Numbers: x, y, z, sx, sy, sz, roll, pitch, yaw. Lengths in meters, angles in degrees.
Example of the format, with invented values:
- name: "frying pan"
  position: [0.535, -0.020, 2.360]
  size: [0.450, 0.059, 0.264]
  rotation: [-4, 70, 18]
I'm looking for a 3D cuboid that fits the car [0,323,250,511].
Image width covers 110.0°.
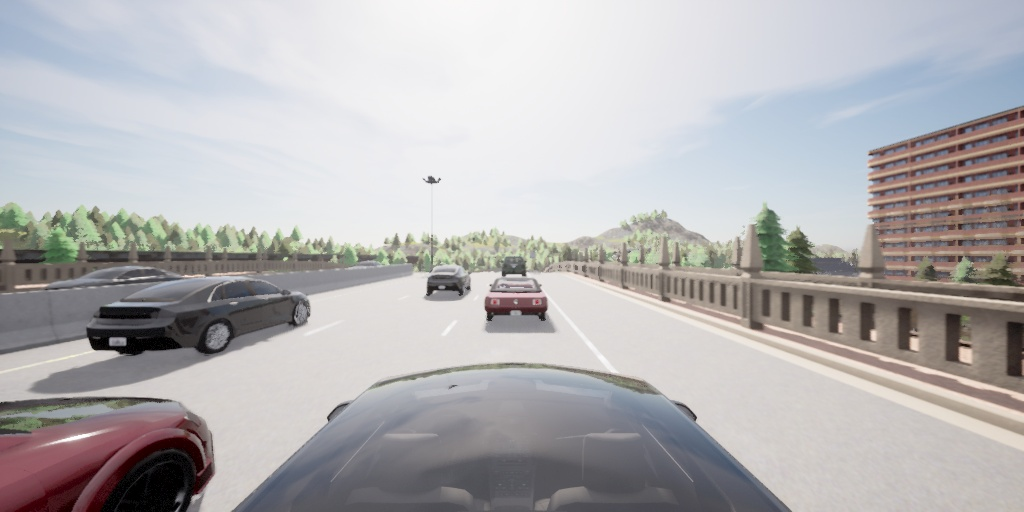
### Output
- name: "car"
  position: [-3.356, 1.310, 1.118]
  size: [1.994, 1.385, 4.181]
  rotation: [0, 0, 0]

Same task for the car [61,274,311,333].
- name: "car"
  position: [-6.876, 1.253, 8.677]
  size: [1.837, 1.490, 4.892]
  rotation: [0, 0, 0]

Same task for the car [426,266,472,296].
- name: "car"
  position: [-3.363, 1.264, 19.637]
  size: [1.837, 1.490, 4.892]
  rotation: [0, 0, 0]

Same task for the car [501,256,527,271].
- name: "car"
  position: [0.165, 0.993, 32.743]
  size: [2.150, 2.045, 5.566]
  rotation: [0, 0, 0]

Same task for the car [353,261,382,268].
- name: "car"
  position: [-13.937, 1.271, 34.631]
  size: [1.837, 1.490, 4.892]
  rotation: [0, 0, 0]

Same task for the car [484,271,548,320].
- name: "car"
  position: [0.121, 1.359, 12.545]
  size: [1.895, 1.301, 4.718]
  rotation: [0, 0, 0]

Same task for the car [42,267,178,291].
- name: "car"
  position: [-17.540, 1.250, 16.127]
  size: [1.837, 1.490, 4.892]
  rotation: [0, -1, 0]
